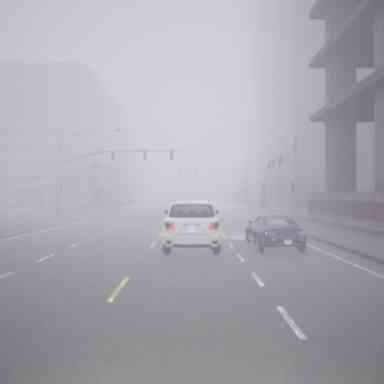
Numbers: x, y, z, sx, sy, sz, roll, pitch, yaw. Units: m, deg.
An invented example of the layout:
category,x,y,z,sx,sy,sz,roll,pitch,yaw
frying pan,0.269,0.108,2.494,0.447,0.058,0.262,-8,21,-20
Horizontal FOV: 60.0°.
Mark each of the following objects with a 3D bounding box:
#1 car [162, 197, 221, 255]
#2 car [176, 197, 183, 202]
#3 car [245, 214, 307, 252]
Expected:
category,x,y,z,sx,sy,sz,roll,pitch,yaw
car,-0.006,1.350,14.030,2.150,2.045,5.566,0,0,0
car,-3.503,2.121,94.768,1.882,1.535,5.008,0,-1,1
car,3.498,1.662,14.374,1.812,1.442,4.674,0,0,0
